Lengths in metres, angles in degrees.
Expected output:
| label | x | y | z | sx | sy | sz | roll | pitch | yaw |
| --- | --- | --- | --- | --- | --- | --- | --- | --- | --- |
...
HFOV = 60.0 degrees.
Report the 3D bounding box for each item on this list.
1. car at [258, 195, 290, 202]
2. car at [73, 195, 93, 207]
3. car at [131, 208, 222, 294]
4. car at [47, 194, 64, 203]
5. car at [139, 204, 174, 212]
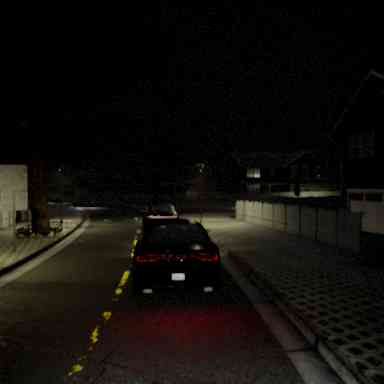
| label | x | y | z | sx | sy | sz | roll | pitch | yaw |
| --- | --- | --- | --- | --- | --- | --- | --- | --- | --- |
| car | 9.154 | 1.074 | 36.333 | 5.357 | 1.411 | 2.033 | -1 | 1 | -14 |
| car | -14.506 | 1.215 | 44.009 | 1.837 | 1.490 | 4.892 | 0 | 1 | -30 |
| car | -0.465 | 1.425 | 8.711 | 1.882 | 1.535 | 5.008 | 0 | 0 | -5 |
| car | -23.833 | 1.162 | 57.581 | 1.812 | 1.442 | 4.674 | -1 | 1 | -39 |
| car | -1.791 | 1.378 | 18.184 | 2.128 | 1.511 | 4.902 | 0 | 0 | -10 |
